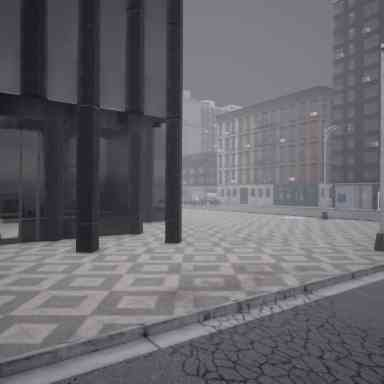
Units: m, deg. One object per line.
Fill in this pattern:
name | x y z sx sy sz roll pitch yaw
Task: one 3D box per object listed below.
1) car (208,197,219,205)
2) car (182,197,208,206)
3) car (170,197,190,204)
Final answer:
car | 2.816 1.639 60.464 1.837 1.490 4.892 1 0 -35
car | 0.257 1.633 58.506 1.812 1.442 4.674 1 0 -35
car | -2.491 1.712 67.928 1.994 1.385 4.181 1 0 -35
